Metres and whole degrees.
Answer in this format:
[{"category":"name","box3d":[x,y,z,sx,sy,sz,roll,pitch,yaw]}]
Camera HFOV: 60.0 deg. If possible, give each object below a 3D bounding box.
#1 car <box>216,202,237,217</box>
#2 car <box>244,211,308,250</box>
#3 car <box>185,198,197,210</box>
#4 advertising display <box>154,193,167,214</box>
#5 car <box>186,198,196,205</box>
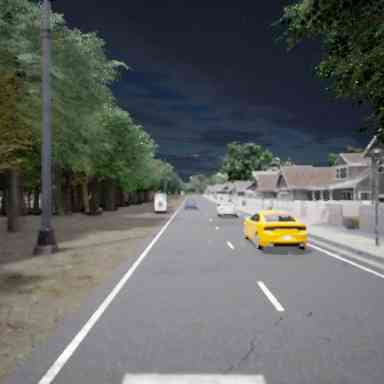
[{"category":"car","box3d":[3.453,1.756,33.830,1.812,1.442,4.674,0,0,0]},{"category":"car","box3d":[3.538,1.573,14.866,1.882,1.535,5.008,0,0,0]},{"category":"car","box3d":[-0.170,1.896,50.519,2.033,1.411,5.357,0,0,0]},{"category":"advertising display","box3d":[-3.682,1.304,39.131,1.540,2.440,0.280,-1,0,0]},{"category":"car","box3d":[-0.304,1.909,68.598,1.994,1.385,4.181,0,0,0]}]
